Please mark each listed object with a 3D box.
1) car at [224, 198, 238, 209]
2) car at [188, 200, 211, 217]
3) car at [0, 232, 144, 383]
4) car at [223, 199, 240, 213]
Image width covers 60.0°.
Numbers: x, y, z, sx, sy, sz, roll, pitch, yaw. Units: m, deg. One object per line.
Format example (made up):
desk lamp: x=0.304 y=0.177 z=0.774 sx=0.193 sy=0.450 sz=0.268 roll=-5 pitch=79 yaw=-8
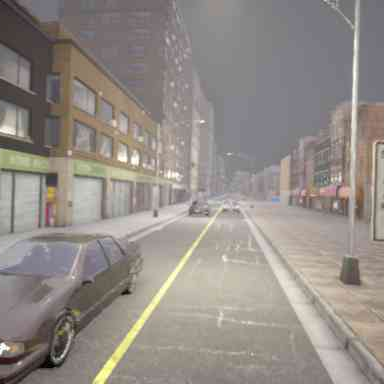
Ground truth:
car: x=5.919 y=1.703 z=50.290 sx=2.033 sy=1.411 sz=5.357 roll=2 pitch=0 yaw=7
car: x=0.768 y=1.505 z=31.583 sx=1.837 sy=1.490 sz=4.892 roll=2 pitch=0 yaw=7
car: x=-2.302 y=1.473 z=5.948 sx=2.033 sy=1.411 sz=5.357 roll=2 pitch=0 yaw=7
car: x=4.512 y=1.707 z=38.398 sx=1.895 sy=1.301 sz=4.718 roll=2 pitch=0 yaw=7
